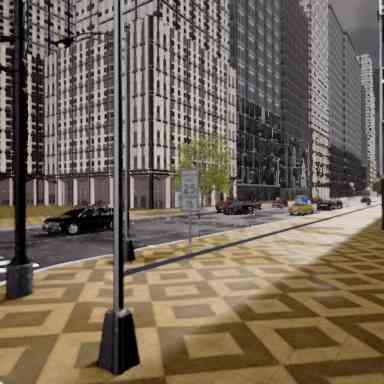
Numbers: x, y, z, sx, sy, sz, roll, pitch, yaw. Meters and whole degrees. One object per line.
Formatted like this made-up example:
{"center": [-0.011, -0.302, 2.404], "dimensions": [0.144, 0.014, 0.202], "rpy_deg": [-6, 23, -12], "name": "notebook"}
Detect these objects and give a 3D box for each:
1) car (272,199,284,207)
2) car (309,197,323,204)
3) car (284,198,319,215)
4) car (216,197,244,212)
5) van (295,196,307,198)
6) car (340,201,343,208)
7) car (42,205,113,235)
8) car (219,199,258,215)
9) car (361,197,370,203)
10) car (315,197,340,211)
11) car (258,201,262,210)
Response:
{"center": [14.467, 1.829, 54.390], "dimensions": [1.802, 1.307, 4.206], "rpy_deg": [-1, 0, 34], "name": "car"}
{"center": [27.366, 1.852, 73.179], "dimensions": [1.887, 1.381, 4.507], "rpy_deg": [0, 0, 34], "name": "car"}
{"center": [11.798, 1.681, 35.698], "dimensions": [1.752, 1.417, 4.829], "rpy_deg": [-1, -1, 34], "name": "car"}
{"center": [4.792, 1.508, 40.303], "dimensions": [2.192, 1.841, 5.009], "rpy_deg": [-1, -1, 34], "name": "car"}
{"center": [20.916, 1.620, 63.788], "dimensions": [1.690, 1.788, 3.998], "rpy_deg": [0, 0, 34], "name": "van"}
{"center": [21.375, 1.761, 49.647], "dimensions": [2.008, 1.369, 4.403], "rpy_deg": [0, 0, 34], "name": "car"}
{"center": [-6.300, 1.587, 19.569], "dimensions": [1.837, 1.490, 4.892], "rpy_deg": [0, 0, 35], "name": "car"}
{"center": [5.114, 1.733, 36.170], "dimensions": [1.994, 1.385, 4.181], "rpy_deg": [0, 0, 35], "name": "car"}
{"center": [40.724, 1.858, 77.829], "dimensions": [1.947, 1.339, 4.313], "rpy_deg": [0, 0, 34], "name": "car"}
{"center": [18.151, 1.759, 44.951], "dimensions": [1.947, 1.339, 4.313], "rpy_deg": [-1, 0, 34], "name": "car"}
{"center": [8.018, 1.778, 44.997], "dimensions": [1.947, 1.339, 4.313], "rpy_deg": [-1, -1, 34], "name": "car"}
